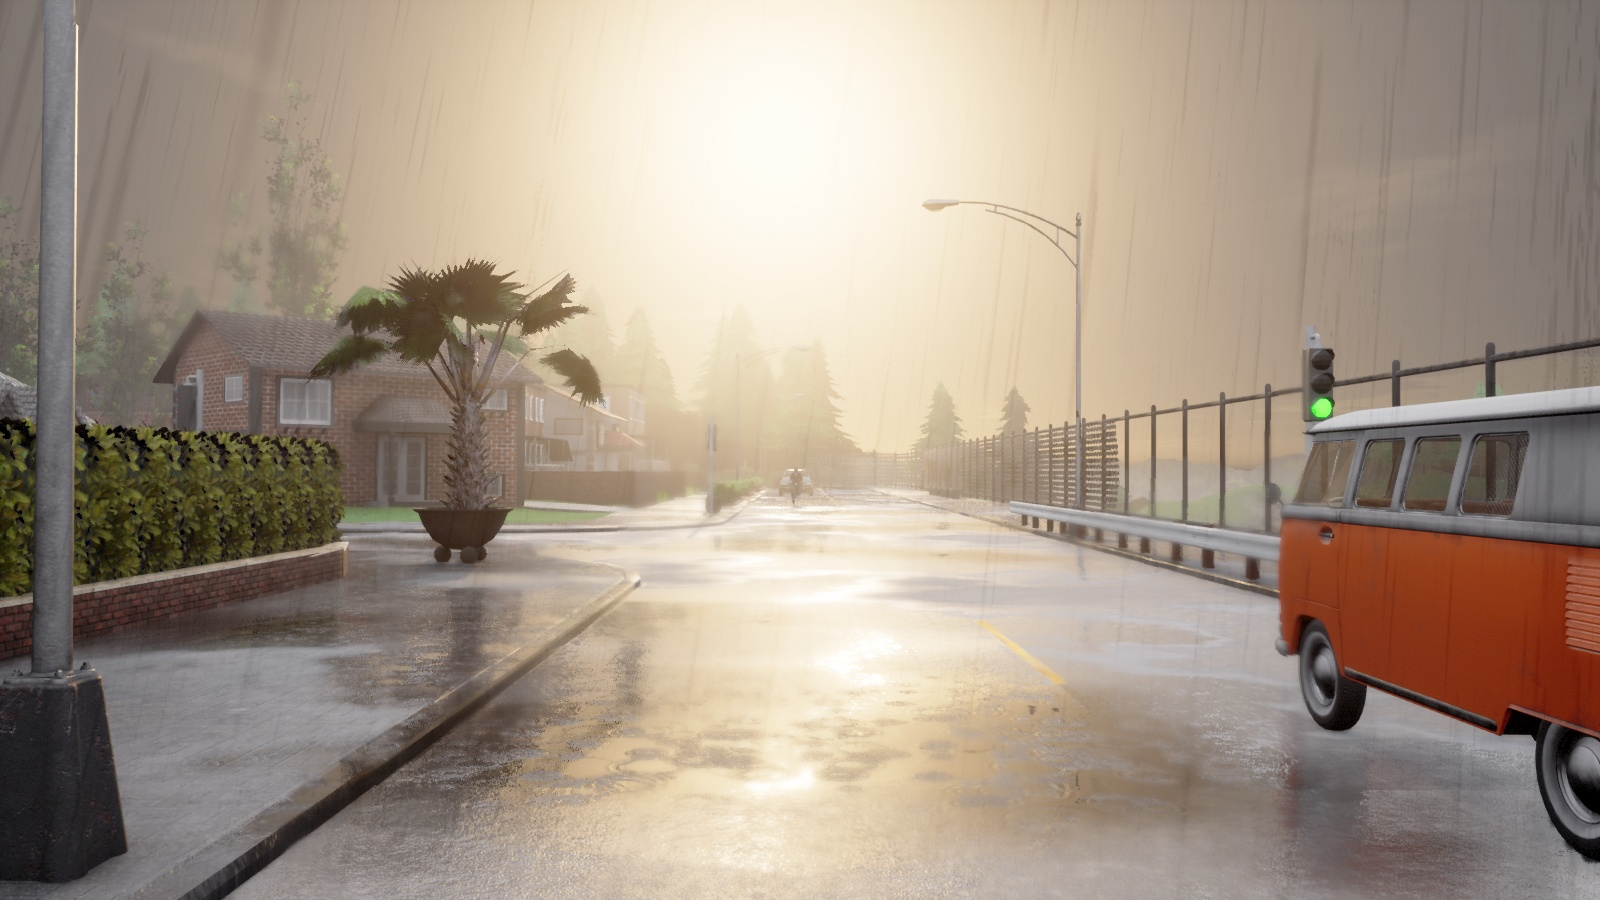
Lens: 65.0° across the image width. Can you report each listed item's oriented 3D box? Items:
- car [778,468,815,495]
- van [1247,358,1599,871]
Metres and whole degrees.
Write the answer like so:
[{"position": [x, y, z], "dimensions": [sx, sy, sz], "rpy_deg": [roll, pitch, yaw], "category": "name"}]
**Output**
[{"position": [-0.237, 1.995, 79.711], "dimensions": [2.242, 1.667, 4.611], "rpy_deg": [0, -1, 0], "category": "car"}, {"position": [3.981, 0.659, 6.434], "dimensions": [1.775, 1.987, 4.442], "rpy_deg": [0, -1, 0], "category": "van"}]
